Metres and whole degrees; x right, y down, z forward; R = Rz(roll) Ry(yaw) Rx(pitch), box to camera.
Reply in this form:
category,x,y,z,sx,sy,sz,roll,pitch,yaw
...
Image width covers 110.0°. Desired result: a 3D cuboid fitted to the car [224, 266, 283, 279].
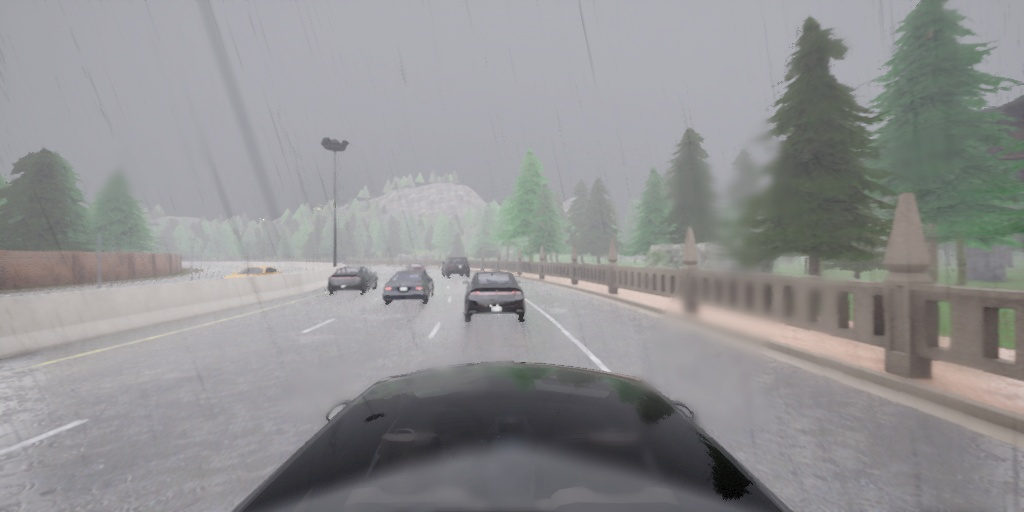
category,x,y,z,sx,sy,sz,roll,pitch,yaw
car,-16.659,1.408,23.368,1.882,1.535,5.008,0,0,-14

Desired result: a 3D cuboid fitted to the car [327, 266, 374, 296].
category,x,y,z,sx,sy,sz,roll,pitch,yaw
car,-8.921,1.337,20.416,2.128,1.511,4.902,0,0,-10

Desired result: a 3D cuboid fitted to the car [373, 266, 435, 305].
category,x,y,z,sx,sy,sz,roll,pitch,yaw
car,-4.677,1.364,16.715,2.033,1.411,5.357,0,0,-9

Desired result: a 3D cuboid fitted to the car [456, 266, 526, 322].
category,x,y,z,sx,sy,sz,roll,pitch,yaw
car,-0.681,1.277,12.450,2.128,1.511,4.902,0,0,-6

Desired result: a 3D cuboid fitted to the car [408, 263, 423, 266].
category,x,y,z,sx,sy,sz,roll,pitch,yaw
car,-10.132,1.429,37.587,1.812,1.442,4.674,0,0,-20

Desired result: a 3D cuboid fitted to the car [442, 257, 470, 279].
category,x,y,z,sx,sy,sz,roll,pitch,yaw
car,-5.575,1.099,35.321,2.150,2.045,5.566,0,0,-18
